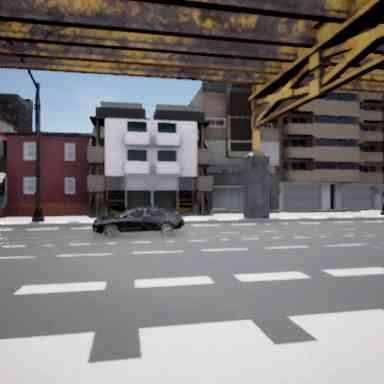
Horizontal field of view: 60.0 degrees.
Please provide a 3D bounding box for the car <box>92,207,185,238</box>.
[{"bbox_3d":[-2.854,1.566,17.998,4.902,1.511,2.128,0,0,-11],"label":"car"}]
